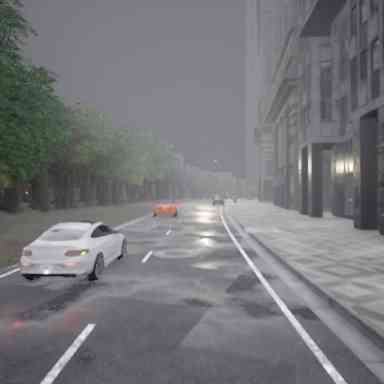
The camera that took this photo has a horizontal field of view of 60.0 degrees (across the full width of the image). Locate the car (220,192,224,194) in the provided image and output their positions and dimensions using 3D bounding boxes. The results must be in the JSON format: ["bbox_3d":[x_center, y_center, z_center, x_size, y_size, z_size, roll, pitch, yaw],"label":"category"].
[{"bbox_3d":[5.383,1.285,72.010,1.837,1.490,4.892,0,0,9],"label":"car"}]

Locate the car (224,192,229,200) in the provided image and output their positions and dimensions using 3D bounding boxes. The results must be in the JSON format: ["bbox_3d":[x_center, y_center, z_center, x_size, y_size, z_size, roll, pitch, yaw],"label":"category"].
[{"bbox_3d":[8.911,1.092,92.776,2.150,2.045,5.566,0,-1,11],"label":"car"}]

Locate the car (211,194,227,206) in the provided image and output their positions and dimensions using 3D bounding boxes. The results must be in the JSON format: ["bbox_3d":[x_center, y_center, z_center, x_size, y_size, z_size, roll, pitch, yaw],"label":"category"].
[{"bbox_3d":[4.160,1.461,52.678,1.812,1.442,4.674,0,1,6],"label":"car"}]

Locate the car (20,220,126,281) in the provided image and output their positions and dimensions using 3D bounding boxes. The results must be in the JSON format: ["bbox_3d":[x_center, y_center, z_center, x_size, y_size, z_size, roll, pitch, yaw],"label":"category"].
[{"bbox_3d":[-3.254,1.567,9.859,1.812,1.442,4.674,0,0,1],"label":"car"}]

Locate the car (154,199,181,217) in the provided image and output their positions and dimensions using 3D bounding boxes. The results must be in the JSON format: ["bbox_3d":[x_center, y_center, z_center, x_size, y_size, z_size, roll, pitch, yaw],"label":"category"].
[{"bbox_3d":[-2.276,1.419,31.827,2.097,1.767,4.553,0,0,4],"label":"car"}]
